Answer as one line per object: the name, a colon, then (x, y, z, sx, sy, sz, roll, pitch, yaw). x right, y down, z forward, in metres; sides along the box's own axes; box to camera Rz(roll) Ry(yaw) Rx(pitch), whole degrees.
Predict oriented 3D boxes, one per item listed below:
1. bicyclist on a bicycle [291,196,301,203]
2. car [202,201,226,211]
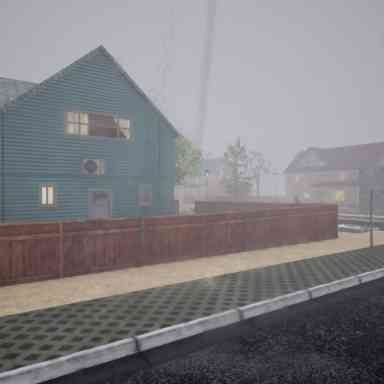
bicyclist on a bicycle: (9.825, 1.206, 31.336, 1.656, 1.620, 0.582, -1, 1, -36)
car: (2.671, 1.508, 31.262, 1.895, 1.301, 4.718, 0, 0, -36)
